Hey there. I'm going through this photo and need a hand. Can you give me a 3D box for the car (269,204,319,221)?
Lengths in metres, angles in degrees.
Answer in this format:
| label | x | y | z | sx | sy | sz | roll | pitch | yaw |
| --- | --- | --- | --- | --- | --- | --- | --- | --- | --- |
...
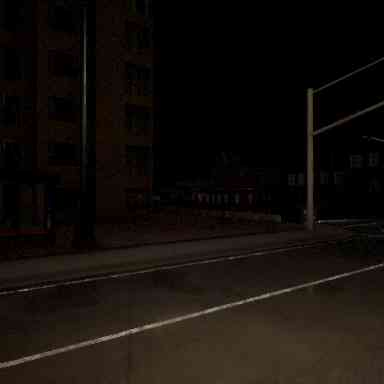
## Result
| label | x | y | z | sx | sy | sz | roll | pitch | yaw |
| --- | --- | --- | --- | --- | --- | --- | --- | --- | --- |
| car | 9.442 | 1.866 | 31.165 | 2.097 | 1.767 | 4.553 | 0 | -5 | -36 |
